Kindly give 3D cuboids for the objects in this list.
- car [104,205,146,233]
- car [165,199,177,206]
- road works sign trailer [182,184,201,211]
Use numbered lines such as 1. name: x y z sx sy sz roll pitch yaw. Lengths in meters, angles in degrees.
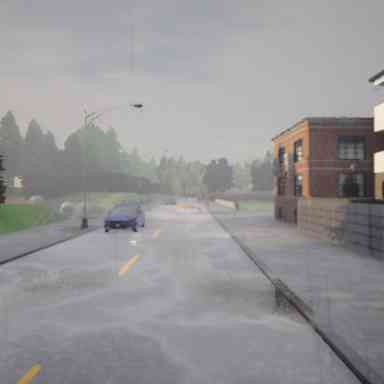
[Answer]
1. car: -4.077 1.601 20.831 1.882 1.535 5.008 0 -1 0
2. car: -3.963 1.924 62.869 1.994 1.385 4.181 0 0 0
3. road works sign trailer: 0.035 0.730 45.220 2.380 3.560 2.880 0 0 0
